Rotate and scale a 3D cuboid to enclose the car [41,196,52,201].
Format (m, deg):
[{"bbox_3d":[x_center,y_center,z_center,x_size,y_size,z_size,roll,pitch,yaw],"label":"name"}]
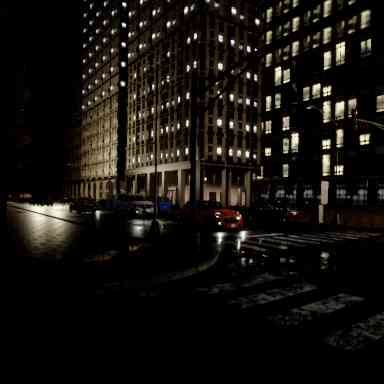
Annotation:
[{"bbox_3d":[-36.671,1.570,83.844,1.802,1.307,4.206,1,-1,-35],"label":"car"}]

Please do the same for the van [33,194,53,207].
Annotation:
[{"bbox_3d":[-20.649,1.197,46.739,1.690,1.788,3.998,1,-1,-35],"label":"van"}]

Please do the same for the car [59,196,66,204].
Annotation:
[{"bbox_3d":[-22.193,1.464,58.921,1.837,1.490,4.892,1,-1,-35],"label":"car"}]

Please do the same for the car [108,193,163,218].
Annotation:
[{"bbox_3d":[-5.074,1.155,29.240,2.150,2.045,5.566,1,0,-35],"label":"car"}]

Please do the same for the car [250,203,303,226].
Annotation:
[{"bbox_3d":[5.778,1.505,23.925,1.967,1.590,4.097,1,-1,-35],"label":"car"}]

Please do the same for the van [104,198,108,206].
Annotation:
[{"bbox_3d":[-10.546,1.368,46.973,1.690,1.788,3.998,1,-1,-35],"label":"van"}]

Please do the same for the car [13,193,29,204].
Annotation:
[{"bbox_3d":[-30.444,1.155,60.567,2.192,1.841,5.009,1,-1,-35],"label":"car"}]

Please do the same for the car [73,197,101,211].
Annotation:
[{"bbox_3d":[-12.784,1.422,40.140,1.837,1.490,4.892,1,0,-35],"label":"car"}]

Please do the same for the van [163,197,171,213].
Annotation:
[{"bbox_3d":[-4.016,1.382,37.754,1.690,1.788,3.998,1,-1,-35],"label":"van"}]

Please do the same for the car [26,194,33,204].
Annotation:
[{"bbox_3d":[-23.918,1.432,51.346,1.802,1.307,4.206,1,-1,-35],"label":"car"}]

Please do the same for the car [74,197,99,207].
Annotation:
[{"bbox_3d":[-16.062,1.517,50.269,2.033,1.411,5.357,1,-1,-36],"label":"car"}]

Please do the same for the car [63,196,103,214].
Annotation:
[{"bbox_3d":[-10.857,1.427,32.909,2.008,1.369,4.403,1,-1,-35],"label":"car"}]

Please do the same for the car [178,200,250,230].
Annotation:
[{"bbox_3d":[1.053,1.303,20.537,2.097,1.767,4.553,1,-1,-34],"label":"car"}]

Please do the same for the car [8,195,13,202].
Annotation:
[{"bbox_3d":[-36.978,1.397,69.783,1.947,1.339,4.313,1,-1,-35],"label":"car"}]

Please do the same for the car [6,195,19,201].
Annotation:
[{"bbox_3d":[-40.242,1.378,74.393,2.008,1.369,4.403,1,-1,-35],"label":"car"}]
